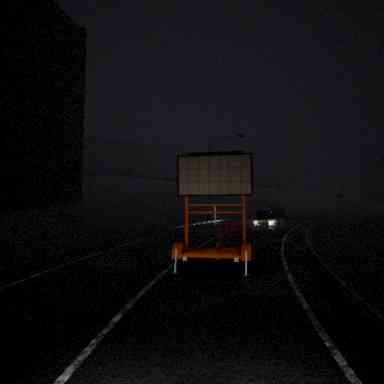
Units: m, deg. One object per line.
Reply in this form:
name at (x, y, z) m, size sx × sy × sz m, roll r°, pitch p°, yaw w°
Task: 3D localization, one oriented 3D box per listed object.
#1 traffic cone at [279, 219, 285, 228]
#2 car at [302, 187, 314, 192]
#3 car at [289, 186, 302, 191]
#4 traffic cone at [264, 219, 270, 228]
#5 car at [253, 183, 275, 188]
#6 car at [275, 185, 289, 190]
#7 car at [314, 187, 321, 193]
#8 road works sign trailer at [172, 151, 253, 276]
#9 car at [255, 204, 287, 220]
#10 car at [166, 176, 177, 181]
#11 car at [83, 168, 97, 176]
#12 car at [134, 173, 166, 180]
traffic cone at (6.082, 2.130, 22.519) m, size 0.340 × 0.580 × 0.340 m, roll -2°, pitch -1°, yaw 17°
car at (27.673, -0.391, 83.350) m, size 4.553 × 1.767 × 2.185 m, roll 4°, pitch -6°, yaw -42°
car at (23.472, -0.576, 79.595) m, size 4.892 × 1.521 × 2.231 m, roll 4°, pitch -6°, yaw -40°
traffic cone at (5.127, 2.159, 22.802) m, size 0.340 × 0.580 × 0.340 m, roll -2°, pitch -1°, yaw 17°
car at (15.079, -1.091, 72.596) m, size 4.792 × 1.488 × 2.163 m, roll 3°, pitch -6°, yaw -38°
car at (19.351, -0.811, 76.080) m, size 4.674 × 1.452 × 2.002 m, roll 4°, pitch -6°, yaw -39°
car at (31.786, -0.178, 87.161) m, size 5.566 × 2.045 × 2.435 m, roll 5°, pitch -6°, yaw -43°
road works sign trailer at (0.756, 0.525, 10.653) m, size 2.380 × 3.560 × 2.880 m, roll -1°, pitch -1°, yaw 12°
car at (8.178, 1.981, 34.284) m, size 1.882 × 1.535 × 5.008 m, roll -3°, pitch -3°, yaw 36°
car at (-2.931, -2.136, 59.416) m, size 4.892 × 1.521 × 2.231 m, roll 3°, pitch -5°, yaw -33°
car at (-16.696, -2.866, 50.417) m, size 4.553 × 1.767 × 2.185 m, roll 2°, pitch -5°, yaw -33°
car at (-7.543, -2.347, 56.391) m, size 4.892 × 1.521 × 2.231 m, roll 2°, pitch -5°, yaw -33°
